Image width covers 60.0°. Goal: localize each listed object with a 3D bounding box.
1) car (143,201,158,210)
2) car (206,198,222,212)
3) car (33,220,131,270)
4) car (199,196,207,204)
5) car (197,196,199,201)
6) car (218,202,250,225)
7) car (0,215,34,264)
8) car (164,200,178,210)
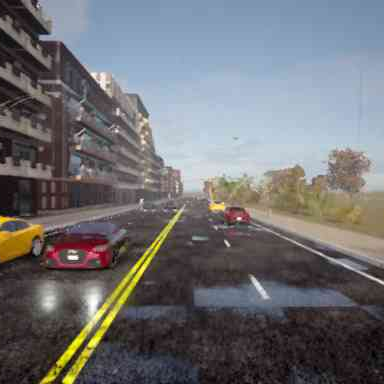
[{"bbox_3d":[-6.526,2.045,52.337,1.994,1.385,4.181,0,-1,1],"label":"car"},{"bbox_3d":[3.375,1.893,45.321,1.882,1.535,5.008,0,-1,0],"label":"car"},{"bbox_3d":[-3.343,1.666,11.311,1.994,1.385,4.181,0,-1,0],"label":"car"},{"bbox_3d":[3.293,2.288,83.848,1.837,1.490,4.892,0,-1,0],"label":"car"},{"bbox_3d":[3.298,2.457,94.847,1.994,1.385,4.181,0,-1,0],"label":"car"},{"bbox_3d":[3.366,1.760,25.970,1.812,1.442,4.674,0,0,0],"label":"car"},{"bbox_3d":[-6.593,1.575,10.721,1.882,1.535,5.008,0,0,0],"label":"car"},{"bbox_3d":[-3.275,1.984,52.283,1.837,1.490,4.892,0,-1,1],"label":"car"}]
